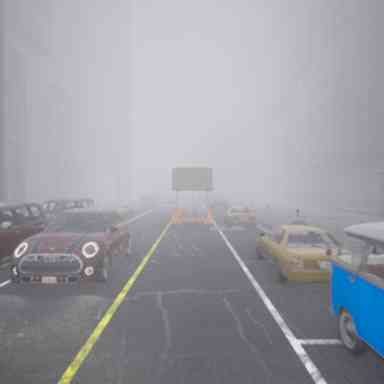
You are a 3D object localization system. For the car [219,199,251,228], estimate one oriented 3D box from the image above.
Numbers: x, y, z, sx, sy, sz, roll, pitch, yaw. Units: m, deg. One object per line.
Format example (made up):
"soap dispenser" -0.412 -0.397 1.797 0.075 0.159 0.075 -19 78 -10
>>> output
"car" 2.891 1.383 20.589 1.752 1.417 4.829 0 1 1

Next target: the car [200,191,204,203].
"car" 2.922 0.957 54.221 2.192 1.841 5.009 0 0 0

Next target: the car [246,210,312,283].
"car" 2.871 1.464 9.276 1.752 1.417 4.829 0 0 0

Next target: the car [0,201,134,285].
"car" -3.089 1.290 9.426 2.097 1.767 4.553 0 0 0

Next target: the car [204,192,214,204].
"car" 2.910 1.145 42.942 1.967 1.590 4.097 0 0 0

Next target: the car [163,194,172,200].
"car" -5.577 1.113 76.802 1.802 1.307 4.206 0 0 0

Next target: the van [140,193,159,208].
"van" -5.615 1.046 42.967 1.690 1.788 3.998 0 0 0

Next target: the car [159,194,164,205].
"car" -5.609 1.237 48.607 1.947 1.339 4.313 0 0 0

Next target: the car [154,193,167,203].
"car" -5.597 1.054 59.885 1.967 1.590 4.097 0 0 0

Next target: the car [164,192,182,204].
"car" -3.013 1.177 52.463 1.812 1.442 4.674 0 0 0

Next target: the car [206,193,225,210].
"car" 2.903 1.180 37.304 1.967 1.590 4.097 0 0 0

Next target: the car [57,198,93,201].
"car" -5.649 1.216 14.775 2.192 1.841 5.009 0 0 0

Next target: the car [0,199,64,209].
"car" -5.655 1.255 9.135 2.192 1.841 5.009 0 0 0

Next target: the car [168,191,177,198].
"car" -5.558 0.778 93.716 2.192 1.841 5.009 0 0 0

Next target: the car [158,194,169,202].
"car" -5.590 1.131 65.524 1.887 1.381 4.507 0 0 0

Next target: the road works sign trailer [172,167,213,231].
"road works sign trailer" 0.023 0.329 19.694 2.380 3.560 2.880 0 0 0

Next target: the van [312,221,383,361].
"van" 2.864 1.319 3.463 1.690 1.788 3.998 0 0 0

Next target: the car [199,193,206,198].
"car" 2.967 1.029 93.697 1.947 1.339 4.313 0 0 0
